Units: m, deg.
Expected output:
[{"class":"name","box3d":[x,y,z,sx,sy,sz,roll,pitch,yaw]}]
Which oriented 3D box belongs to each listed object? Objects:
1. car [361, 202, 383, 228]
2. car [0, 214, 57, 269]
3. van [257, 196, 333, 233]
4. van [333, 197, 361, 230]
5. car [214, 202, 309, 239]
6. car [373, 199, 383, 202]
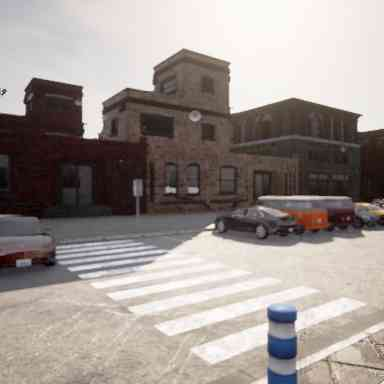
[{"class":"car","box3d":[9.949,1.516,22.147,2.002,1.452,4.674,0,0,-35]},{"class":"car","box3d":[-5.873,1.487,10.823,2.163,1.488,4.792,0,0,-36]},{"class":"van","box3d":[5.357,1.246,19.013,1.878,1.987,4.442,0,0,-36]},{"class":"van","box3d":[7.620,1.248,20.626,1.878,1.987,4.442,0,0,-35]},{"class":"car","box3d":[3.165,1.471,17.298,2.231,1.521,4.892,0,0,-35]},{"class":"car","box3d":[12.321,1.474,23.608,1.946,1.575,5.366,0,0,-36]}]
